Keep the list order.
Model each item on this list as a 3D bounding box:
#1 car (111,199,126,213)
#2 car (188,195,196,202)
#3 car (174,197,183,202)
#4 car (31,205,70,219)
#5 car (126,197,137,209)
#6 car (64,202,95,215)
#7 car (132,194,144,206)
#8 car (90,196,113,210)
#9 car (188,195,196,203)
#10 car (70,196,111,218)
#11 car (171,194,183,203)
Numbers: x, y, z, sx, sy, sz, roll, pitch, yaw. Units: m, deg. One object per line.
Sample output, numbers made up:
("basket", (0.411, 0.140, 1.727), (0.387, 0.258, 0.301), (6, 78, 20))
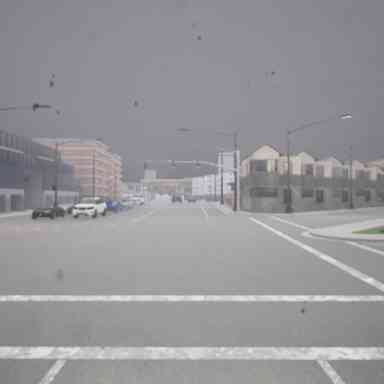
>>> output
("car", (-10.642, 1.940, 44.702), (1.882, 1.535, 5.008), (0, 0, 0))
("car", (-0.088, 1.653, 87.406), (2.097, 1.767, 4.553), (0, -2, 0))
("car", (-3.588, 1.993, 87.423), (2.128, 1.511, 4.902), (0, -2, 0))
("car", (-14.133, 1.947, 32.957), (1.994, 1.385, 4.181), (0, -1, 0))
("car", (-10.644, 1.942, 53.786), (1.812, 1.442, 4.674), (0, 1, 0))
("car", (-14.141, 2.012, 42.192), (2.033, 1.411, 5.357), (0, 0, 0))
("car", (-10.604, 1.506, 64.508), (2.150, 2.045, 5.566), (0, 1, 0))
("car", (-14.144, 1.651, 52.374), (2.150, 2.045, 5.566), (0, 0, 0))
("car", (-0.078, 1.875, 77.445), (1.895, 1.301, 4.718), (0, -1, 0))
("car", (-10.634, 1.625, 34.966), (2.150, 2.045, 5.566), (0, -1, 1))
("car", (-3.577, 1.502, 76.733), (2.150, 2.045, 5.566), (0, 0, 0))
